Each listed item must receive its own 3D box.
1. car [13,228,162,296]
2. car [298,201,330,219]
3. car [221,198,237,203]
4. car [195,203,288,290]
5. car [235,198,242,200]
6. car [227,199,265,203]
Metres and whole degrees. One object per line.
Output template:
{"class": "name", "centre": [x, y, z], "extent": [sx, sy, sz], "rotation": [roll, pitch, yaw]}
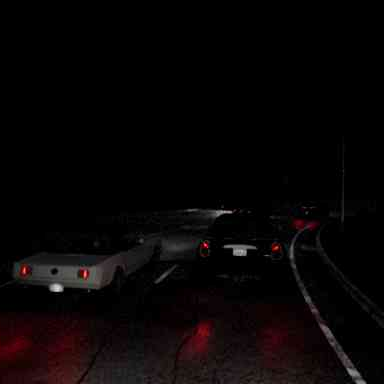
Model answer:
{"class": "car", "centre": [-2.232, 1.592, 8.695], "extent": [1.895, 1.301, 4.718], "rotation": [0, 0, 11]}
{"class": "car", "centre": [11.236, 1.579, 30.515], "extent": [2.128, 1.511, 4.902], "rotation": [1, 0, 35]}
{"class": "car", "centre": [4.978, 1.454, 40.120], "extent": [1.837, 1.490, 4.892], "rotation": [1, 0, 38]}
{"class": "car", "centre": [1.487, 1.363, 9.430], "extent": [2.097, 1.767, 4.553], "rotation": [0, 0, 12]}
{"class": "car", "centre": [6.971, 1.596, 36.995], "extent": [1.895, 1.301, 4.718], "rotation": [1, 0, 37]}
{"class": "car", "centre": [5.150, 1.565, 27.786], "extent": [2.033, 1.411, 5.357], "rotation": [1, 0, 31]}
